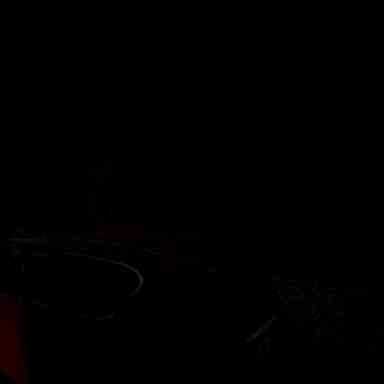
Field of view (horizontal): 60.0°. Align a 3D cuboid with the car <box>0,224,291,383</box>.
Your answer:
[{"bbox_3d":[-1.366,1.346,4.042,5.009,1.841,2.192,-1,0,36],"label":"car"}]
